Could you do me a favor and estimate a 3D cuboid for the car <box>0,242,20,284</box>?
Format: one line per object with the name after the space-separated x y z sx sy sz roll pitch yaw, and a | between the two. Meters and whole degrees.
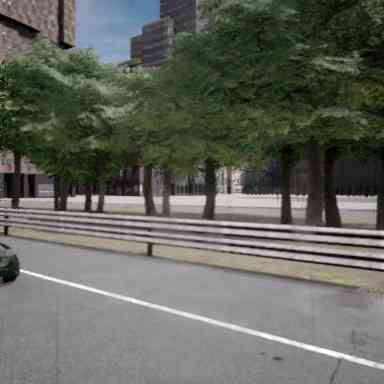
-6.195 1.560 8.369 4.181 1.385 1.994 0 0 35 | car
